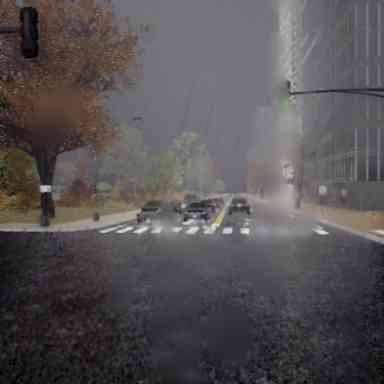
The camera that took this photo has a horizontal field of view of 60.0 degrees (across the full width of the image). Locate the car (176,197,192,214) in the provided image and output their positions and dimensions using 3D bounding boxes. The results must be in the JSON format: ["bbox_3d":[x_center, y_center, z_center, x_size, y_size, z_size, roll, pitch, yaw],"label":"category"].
[{"bbox_3d":[-1.693,1.615,35.813,2.033,1.411,5.357,-1,0,7],"label":"car"}]

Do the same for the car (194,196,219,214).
[{"bbox_3d":[1.657,1.543,36.376,1.837,1.490,4.892,-1,0,7],"label":"car"}]

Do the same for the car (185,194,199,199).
[{"bbox_3d":[-0.026,1.291,48.847,2.150,2.045,5.566,-1,1,8],"label":"car"}]

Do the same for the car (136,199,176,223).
[{"bbox_3d":[-2.886,1.412,26.421,2.097,1.767,4.553,-1,0,7],"label":"car"}]

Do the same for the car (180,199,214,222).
[{"bbox_3d":[0.493,1.557,27.190,1.812,1.442,4.674,-1,0,7],"label":"car"}]

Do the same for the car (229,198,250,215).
[{"bbox_3d":[4.881,1.357,34.534,2.097,1.767,4.553,-1,0,7],"label":"car"}]

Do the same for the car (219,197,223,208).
[{"bbox_3d":[2.950,1.573,46.558,1.812,1.442,4.674,-1,0,7],"label":"car"}]
